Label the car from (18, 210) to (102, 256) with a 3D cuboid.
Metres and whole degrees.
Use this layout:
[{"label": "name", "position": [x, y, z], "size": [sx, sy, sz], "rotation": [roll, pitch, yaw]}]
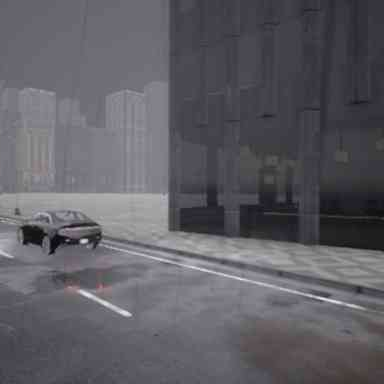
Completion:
[{"label": "car", "position": [-5.400, 1.482, 13.283], "size": [2.128, 1.511, 4.902], "rotation": [0, 0, -43]}]
